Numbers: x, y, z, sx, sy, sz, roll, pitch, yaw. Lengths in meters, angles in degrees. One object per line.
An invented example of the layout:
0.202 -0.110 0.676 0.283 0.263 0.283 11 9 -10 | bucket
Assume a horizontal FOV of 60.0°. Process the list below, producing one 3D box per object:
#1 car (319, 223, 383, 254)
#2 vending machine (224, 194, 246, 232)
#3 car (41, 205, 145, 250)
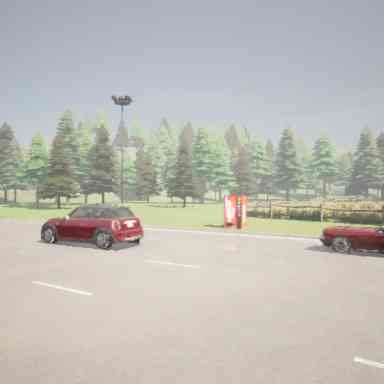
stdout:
7.105 1.600 11.786 4.718 1.301 1.895 0 0 34 | car
2.522 1.195 19.369 0.880 2.100 1.100 0 0 30 | vending machine
-4.367 1.352 14.426 4.553 1.767 2.097 0 0 28 | car
